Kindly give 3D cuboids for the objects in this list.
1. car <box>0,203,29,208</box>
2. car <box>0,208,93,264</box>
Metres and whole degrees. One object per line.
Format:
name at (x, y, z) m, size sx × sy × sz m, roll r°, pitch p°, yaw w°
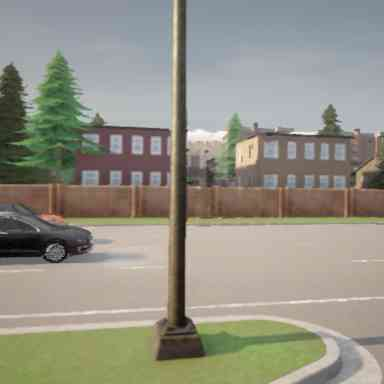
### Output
car at (-7.547, 1.231, 13.899) m, size 4.553 × 1.767 × 2.097 m, roll 1°, pitch 0°, yaw -10°
car at (-5.726, 1.414, 10.665) m, size 4.892 × 1.490 × 1.837 m, roll 0°, pitch 0°, yaw -10°
